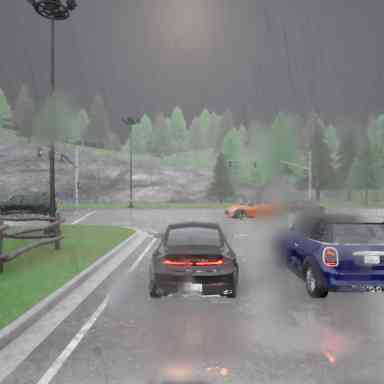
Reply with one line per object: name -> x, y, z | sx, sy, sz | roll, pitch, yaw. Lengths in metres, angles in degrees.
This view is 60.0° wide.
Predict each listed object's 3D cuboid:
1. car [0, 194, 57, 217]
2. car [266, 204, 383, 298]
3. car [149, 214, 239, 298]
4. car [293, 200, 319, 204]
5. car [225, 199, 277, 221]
car -> -15.037, 1.223, 29.539 | 5.566, 2.045, 2.150 | 0, 0, -17
car -> 3.552, 1.352, 8.667 | 2.097, 1.767, 4.553 | 0, 0, 0
car -> 0.051, 1.505, 8.502 | 1.837, 1.490, 4.892 | 0, 0, 0
car -> 11.698, 1.564, 34.978 | 4.181, 1.385, 1.994 | 0, 0, -6
car -> 4.959, 1.352, 26.963 | 4.553, 1.767, 2.097 | 0, 0, -9
